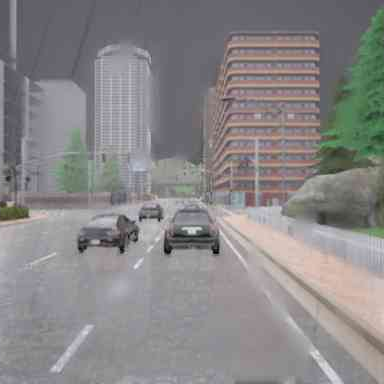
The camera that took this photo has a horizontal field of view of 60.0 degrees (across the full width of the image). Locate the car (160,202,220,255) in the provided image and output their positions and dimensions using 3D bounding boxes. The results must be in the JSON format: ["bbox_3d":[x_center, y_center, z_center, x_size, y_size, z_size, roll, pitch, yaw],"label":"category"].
[{"bbox_3d":[-0.002,1.482,14.081,2.097,1.767,4.553,0,-1,0],"label":"car"}]

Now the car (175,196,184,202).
[{"bbox_3d":[-3.537,2.022,92.772,2.150,2.045,5.566,0,-1,0],"label":"car"}]

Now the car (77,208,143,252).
[{"bbox_3d":[-3.499,1.661,14.380,1.812,1.442,4.674,0,0,0],"label":"car"}]

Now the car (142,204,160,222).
[{"bbox_3d":[-3.506,1.767,29.289,2.128,1.511,4.902,0,0,0],"label":"car"}]

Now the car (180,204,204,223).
[{"bbox_3d":[0.006,1.838,29.282,1.994,1.385,4.181,0,0,1],"label":"car"}]

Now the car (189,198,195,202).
[{"bbox_3d":[-0.037,2.321,92.740,1.812,1.442,4.674,0,-1,0],"label":"car"}]
